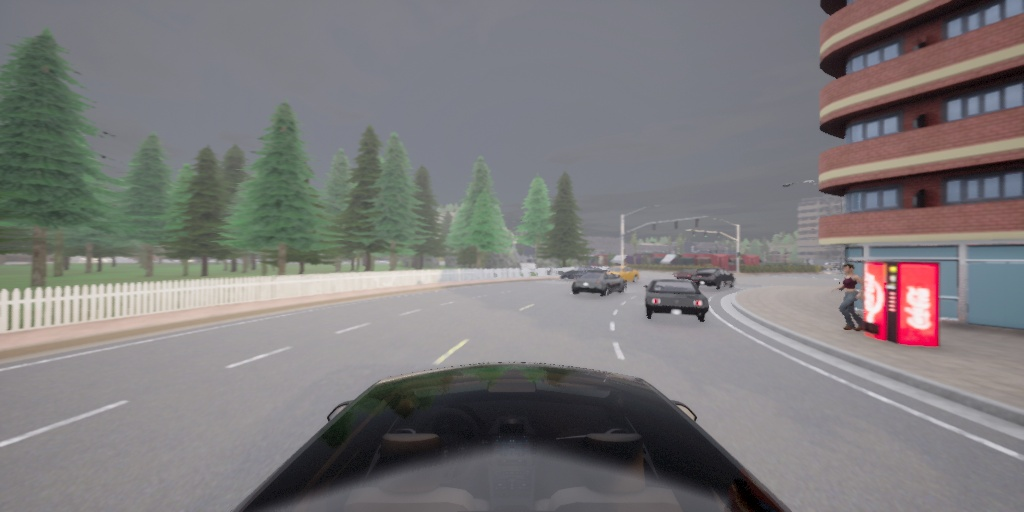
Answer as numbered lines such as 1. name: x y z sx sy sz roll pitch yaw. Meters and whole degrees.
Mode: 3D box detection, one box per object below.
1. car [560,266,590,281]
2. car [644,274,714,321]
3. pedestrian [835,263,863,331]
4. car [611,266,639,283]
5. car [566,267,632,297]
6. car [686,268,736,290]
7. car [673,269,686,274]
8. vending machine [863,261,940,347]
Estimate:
1. car: 6.788 1.677 33.724 5.357 1.411 2.033 1 -1 -44
2. car: 5.971 1.517 13.447 1.895 1.301 4.718 1 0 20
3. pedestrian: 9.074 1.072 9.625 0.375 1.860 0.375 1 0 16
4. car: 9.228 1.601 31.215 5.008 1.535 1.882 1 -1 -44
5. car: 5.161 1.529 20.929 1.994 1.385 4.181 0 -1 36
6. car: 14.874 1.635 26.399 4.892 1.490 1.837 1 -1 -44
7. car: 17.300 1.827 33.595 4.718 1.301 1.895 1 -1 -32
8. vending machine: 9.284 1.121 8.611 1.100 2.100 0.880 0 0 15
